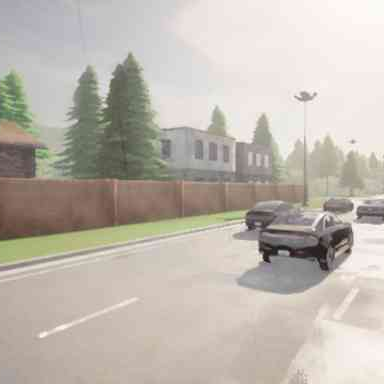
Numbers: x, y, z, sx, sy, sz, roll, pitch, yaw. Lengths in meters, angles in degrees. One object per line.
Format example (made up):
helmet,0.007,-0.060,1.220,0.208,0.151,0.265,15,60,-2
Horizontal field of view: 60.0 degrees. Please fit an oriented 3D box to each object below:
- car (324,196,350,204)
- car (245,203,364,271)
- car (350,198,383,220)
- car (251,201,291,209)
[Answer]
car,13.308,1.077,30.186,1.994,1.385,4.181,1,1,35
car,3.732,1.320,10.441,2.128,1.511,4.902,1,1,35
car,13.060,1.163,23.762,2.033,1.411,5.357,1,1,35
car,4.476,1.220,17.559,1.837,1.490,4.892,1,1,35
